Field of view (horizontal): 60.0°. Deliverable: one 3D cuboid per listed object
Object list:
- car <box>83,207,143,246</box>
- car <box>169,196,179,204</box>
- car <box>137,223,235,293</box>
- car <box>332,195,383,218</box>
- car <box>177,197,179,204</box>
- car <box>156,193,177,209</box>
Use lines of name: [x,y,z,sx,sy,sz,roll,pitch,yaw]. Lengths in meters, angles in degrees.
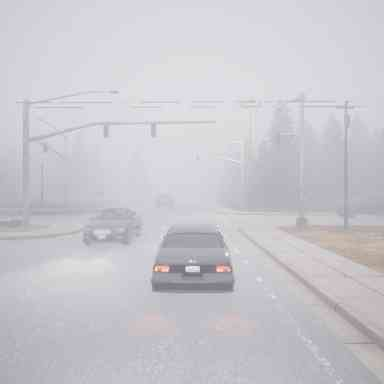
car: [-3.479,1.491,15.387,2.128,1.511,4.902,0,0,1]
car: [-3.540,1.526,65.937,1.812,1.442,4.674,0,0,1]
car: [0.034,1.545,9.000,2.033,1.411,5.357,0,0,1]
car: [15.547,1.248,29.646,5.566,2.045,2.150,0,0,1]
car: [-3.665,1.352,55.663,2.097,1.767,4.553,0,0,0]
car: [-3.677,1.221,45.653,2.150,2.045,5.566,0,0,0]
